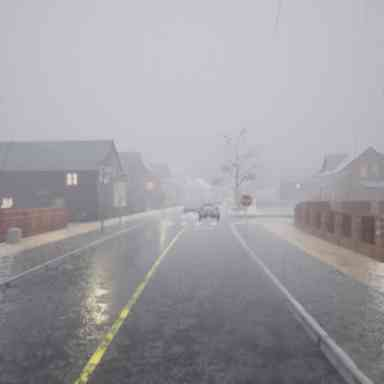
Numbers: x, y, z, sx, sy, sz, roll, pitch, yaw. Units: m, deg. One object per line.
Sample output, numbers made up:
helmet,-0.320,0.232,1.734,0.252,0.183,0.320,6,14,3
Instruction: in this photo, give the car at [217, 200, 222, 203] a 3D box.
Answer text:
car,5.673,2.438,75.173,1.895,1.301,4.718,0,-1,12

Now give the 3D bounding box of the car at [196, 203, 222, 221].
car,1.728,1.980,31.866,1.895,1.301,4.718,0,-1,5

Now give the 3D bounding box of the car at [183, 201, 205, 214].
car,0.079,2.057,43.517,2.033,1.411,5.357,0,-1,7

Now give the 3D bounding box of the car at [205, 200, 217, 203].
car,2.819,2.319,61.064,1.895,1.301,4.718,0,-1,11

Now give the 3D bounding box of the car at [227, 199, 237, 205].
car,9.798,2.445,80.769,1.882,1.535,5.008,0,-1,14
